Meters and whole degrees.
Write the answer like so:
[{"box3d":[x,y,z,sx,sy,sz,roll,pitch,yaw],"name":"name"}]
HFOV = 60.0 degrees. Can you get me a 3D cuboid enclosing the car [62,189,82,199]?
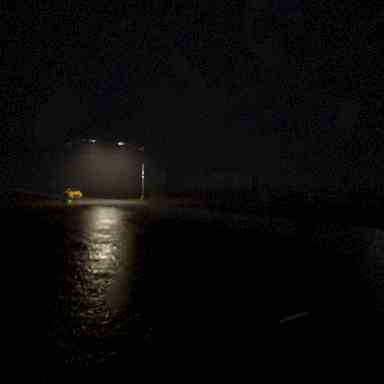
[{"box3d":[-18.172,0.237,50.263,1.882,1.535,5.008,-1,2,-35],"name":"car"}]
